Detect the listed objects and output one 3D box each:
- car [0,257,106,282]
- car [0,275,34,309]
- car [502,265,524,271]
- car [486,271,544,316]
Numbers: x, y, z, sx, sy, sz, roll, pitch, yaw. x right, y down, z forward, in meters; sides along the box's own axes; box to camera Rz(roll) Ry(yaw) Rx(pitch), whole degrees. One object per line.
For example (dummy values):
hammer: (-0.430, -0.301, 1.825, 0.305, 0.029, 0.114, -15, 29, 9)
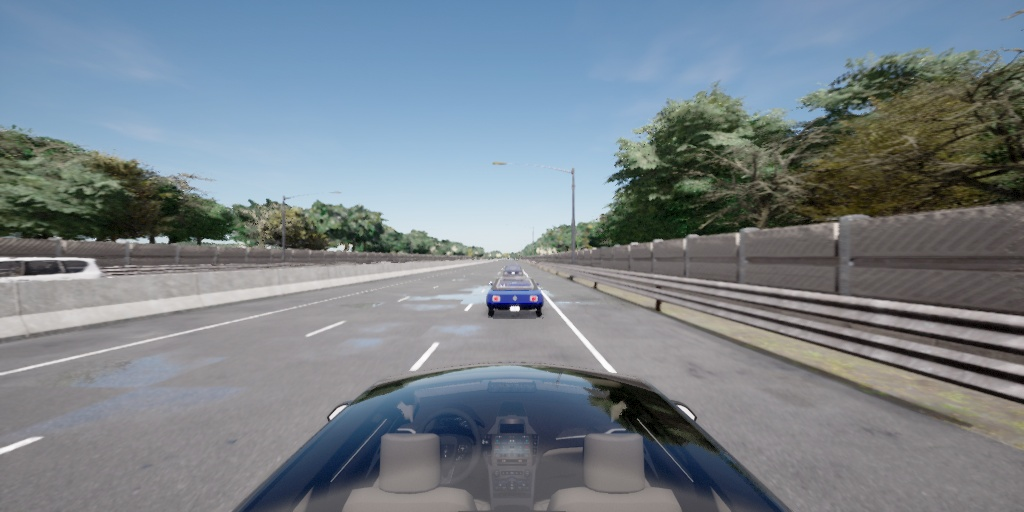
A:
car: (-17.572, 1.039, 12.221, 2.150, 2.045, 5.566, 0, -1, 0)
car: (-21.069, 1.420, 12.707, 1.895, 1.301, 4.718, 0, 0, 0)
car: (0.095, 1.505, 32.796, 2.033, 1.411, 5.357, 0, 0, 0)
car: (0.098, 1.427, 13.811, 1.895, 1.301, 4.718, 0, 0, 0)
